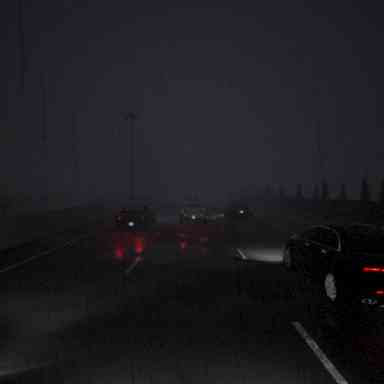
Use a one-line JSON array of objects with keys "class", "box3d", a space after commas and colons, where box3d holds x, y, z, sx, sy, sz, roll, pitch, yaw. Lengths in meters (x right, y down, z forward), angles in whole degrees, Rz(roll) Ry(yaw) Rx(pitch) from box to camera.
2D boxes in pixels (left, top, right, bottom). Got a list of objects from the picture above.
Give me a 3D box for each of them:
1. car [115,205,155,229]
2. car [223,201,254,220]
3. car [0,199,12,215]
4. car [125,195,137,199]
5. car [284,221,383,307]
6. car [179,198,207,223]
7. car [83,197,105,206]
[{"class": "car", "box3d": [-3.400, 1.477, 20.828, 1.895, 1.301, 4.718, 0, 0, 0]}, {"class": "car", "box3d": [3.601, 1.410, 26.179, 1.994, 1.385, 4.181, 0, 0, 0]}, {"class": "car", "box3d": [-17.593, 1.322, 28.748, 2.128, 1.511, 4.902, 0, 0, 0]}, {"class": "car", "box3d": [-10.617, 1.186, 58.713, 1.812, 1.442, 4.674, 0, 0, -1]}, {"class": "car", "box3d": [3.600, 1.456, 7.835, 1.837, 1.490, 4.892, 0, 0, 0]}, {"class": "car", "box3d": [0.092, 1.385, 23.734, 1.812, 1.442, 4.674, 0, 0, 0]}, {"class": "car", "box3d": [-14.050, 1.323, 47.834, 1.895, 1.301, 4.718, 0, 0, 0]}]
